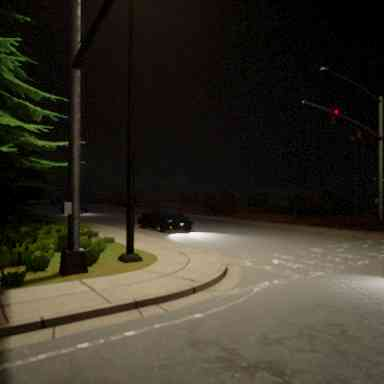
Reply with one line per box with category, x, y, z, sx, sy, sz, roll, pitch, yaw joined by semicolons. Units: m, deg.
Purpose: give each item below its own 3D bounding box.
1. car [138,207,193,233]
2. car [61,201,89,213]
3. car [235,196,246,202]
car;-1.698;1.655;20.523;1.994;1.385;4.181;0;0;-34
car;-13.266;1.641;37.430;2.033;1.411;5.357;0;0;-34
car;10.975;1.690;79.786;4.553;1.767;2.097;0;0;-32
